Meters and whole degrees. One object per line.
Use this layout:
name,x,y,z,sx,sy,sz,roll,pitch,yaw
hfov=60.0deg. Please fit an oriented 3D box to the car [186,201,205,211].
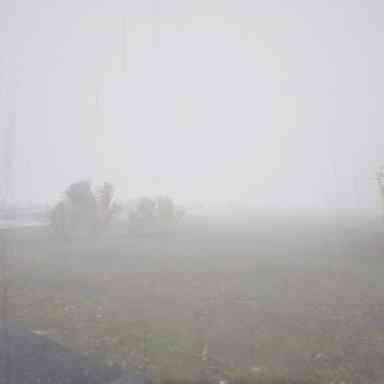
car,0.295,2.184,52.044,1.812,1.442,4.674,-2,-1,36

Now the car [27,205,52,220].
car,-13.397,1.951,33.063,2.033,1.411,5.357,-2,-1,36

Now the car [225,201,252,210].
car,7.483,2.209,55.898,2.033,1.411,5.357,-2,-2,36

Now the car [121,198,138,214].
car,-7.170,1.741,41.710,2.150,2.045,5.566,-2,-2,36

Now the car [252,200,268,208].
car,12.830,2.288,63.322,1.812,1.442,4.674,-2,-2,36
